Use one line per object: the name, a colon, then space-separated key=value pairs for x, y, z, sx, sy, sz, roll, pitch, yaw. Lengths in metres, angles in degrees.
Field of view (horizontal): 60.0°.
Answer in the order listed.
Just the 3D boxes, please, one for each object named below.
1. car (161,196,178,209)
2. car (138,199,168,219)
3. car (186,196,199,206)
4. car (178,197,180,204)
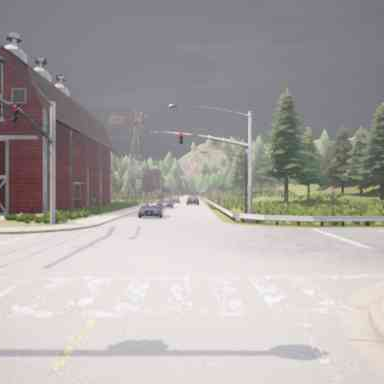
car: x=-3.478 y=1.501 z=45.354 sx=2.128 sy=1.511 sz=4.902 roll=0 pitch=0 yaw=0
car: x=-3.524 y=1.570 z=29.267 sx=1.994 sy=1.385 sz=4.181 roll=0 pitch=0 yaw=0
car: x=0.146 y=1.365 z=55.744 sx=2.097 sy=1.767 sz=4.553 roll=0 pitch=0 yaw=0
car: x=-3.329 y=1.548 z=65.695 sx=1.812 sy=1.442 sz=4.674 roll=0 pitch=0 yaw=0
